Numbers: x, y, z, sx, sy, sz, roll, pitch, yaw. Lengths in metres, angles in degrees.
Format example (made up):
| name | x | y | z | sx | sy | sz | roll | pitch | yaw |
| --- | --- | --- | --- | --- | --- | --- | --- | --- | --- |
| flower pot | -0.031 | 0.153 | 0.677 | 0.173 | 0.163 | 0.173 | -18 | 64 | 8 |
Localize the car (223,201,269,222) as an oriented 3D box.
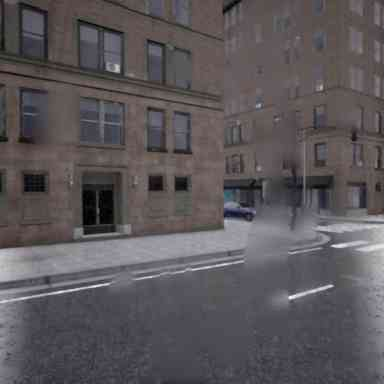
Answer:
| name | x | y | z | sx | sy | sz | roll | pitch | yaw |
| --- | --- | --- | --- | --- | --- | --- | --- | --- | --- |
| car | 3.821 | 1.448 | 25.919 | 1.812 | 1.442 | 4.674 | -1 | 1 | -38 |
